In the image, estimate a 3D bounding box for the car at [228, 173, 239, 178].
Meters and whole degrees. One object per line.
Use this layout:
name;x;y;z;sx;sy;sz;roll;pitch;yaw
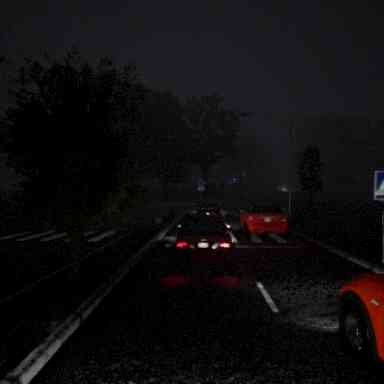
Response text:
car;10.331;-3.038;81.866;2.150;2.045;5.566;0;5;6

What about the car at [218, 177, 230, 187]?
car;6.947;-2.004;74.393;1.994;1.385;4.181;0;5;3

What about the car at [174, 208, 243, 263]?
car;0.416;1.543;11.880;2.033;1.411;5.357;0;0;2

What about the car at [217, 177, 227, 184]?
car;7.571;-2.905;84.102;2.033;1.411;5.357;1;5;9

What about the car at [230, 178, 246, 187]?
car;9.940;-1.725;71.706;1.895;1.301;4.718;0;5;0

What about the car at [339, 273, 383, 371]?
car;3.183;1.354;3.040;2.097;1.767;4.553;0;0;1

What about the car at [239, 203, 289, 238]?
car;3.714;1.360;17.955;2.097;1.767;4.553;0;0;3

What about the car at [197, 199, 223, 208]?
car;1.444;1.318;27.874;1.837;1.490;4.892;0;2;6

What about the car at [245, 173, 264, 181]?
car;16.930;-3.777;92.731;4.892;1.521;2.231;1;5;12
